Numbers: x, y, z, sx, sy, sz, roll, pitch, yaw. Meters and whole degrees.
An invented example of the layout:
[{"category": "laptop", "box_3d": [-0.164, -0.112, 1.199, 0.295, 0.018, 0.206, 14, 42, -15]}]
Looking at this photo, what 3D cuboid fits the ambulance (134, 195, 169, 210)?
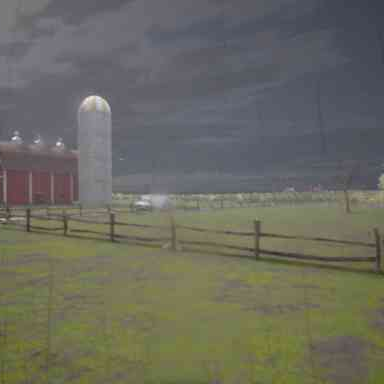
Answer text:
[{"category": "ambulance", "box_3d": [-6.308, 1.755, 52.484, 2.351, 2.431, 6.366, -1, -1, 35]}]
